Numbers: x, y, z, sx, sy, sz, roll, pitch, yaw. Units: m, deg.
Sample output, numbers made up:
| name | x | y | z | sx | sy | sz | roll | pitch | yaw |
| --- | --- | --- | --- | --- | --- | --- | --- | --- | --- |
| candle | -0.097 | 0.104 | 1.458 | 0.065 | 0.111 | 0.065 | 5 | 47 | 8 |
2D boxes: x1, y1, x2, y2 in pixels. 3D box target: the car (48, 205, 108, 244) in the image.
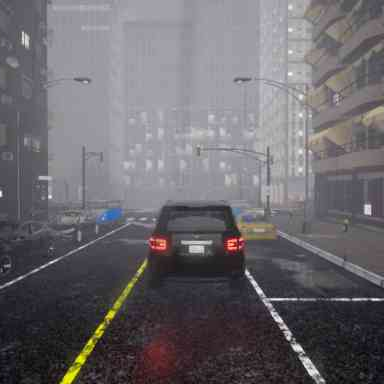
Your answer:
| name | x | y | z | sx | sy | sz | roll | pitch | yaw |
| --- | --- | --- | --- | --- | --- | --- | --- | --- | --- |
| car | -5.652 | 1.547 | 15.632 | 2.008 | 1.369 | 4.403 | -1 | 0 | 0 |

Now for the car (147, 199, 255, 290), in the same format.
| name | x | y | z | sx | sy | sz | roll | pitch | yaw |
| --- | --- | --- | --- | --- | --- | --- | --- | --- | --- |
| car | 0.107 | 1.219 | 9.230 | 2.150 | 2.045 | 5.566 | 0 | 0 | 0 |

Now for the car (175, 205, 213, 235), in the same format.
| name | x | y | z | sx | sy | sz | roll | pitch | yaw |
| --- | --- | --- | --- | --- | --- | --- | --- | --- | --- |
| car | 0.126 | 1.560 | 19.525 | 1.994 | 1.385 | 4.181 | 0 | 0 | 1 |

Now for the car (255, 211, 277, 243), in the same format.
| name | x | y | z | sx | sy | sz | roll | pitch | yaw |
| --- | --- | --- | --- | --- | --- | --- | --- | --- | --- |
| car | 2.728 | 1.522 | 15.748 | 1.752 | 1.417 | 4.829 | -1 | 0 | 0 |

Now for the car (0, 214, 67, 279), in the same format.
| name | x | y | z | sx | sy | sz | roll | pitch | yaw |
| --- | --- | --- | --- | --- | --- | --- | --- | --- | --- |
| car | -5.669 | 1.563 | 10.030 | 1.947 | 1.339 | 4.313 | -1 | 0 | 0 |

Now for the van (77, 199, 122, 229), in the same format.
| name | x | y | z | sx | sy | sz | roll | pitch | yaw |
| --- | --- | --- | --- | --- | --- | --- | --- | --- | --- |
| van | -5.638 | 1.336 | 21.234 | 1.690 | 1.788 | 3.998 | -1 | 0 | 0 |

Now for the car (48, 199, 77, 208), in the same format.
| name | x | y | z | sx | sy | sz | roll | pitch | yaw |
| --- | --- | --- | --- | --- | --- | --- | --- | --- | --- |
| car | -13.635 | 1.447 | 34.856 | 4.902 | 1.511 | 2.128 | 0 | 1 | 3 |

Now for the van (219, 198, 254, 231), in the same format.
| name | x | y | z | sx | sy | sz | roll | pitch | yaw |
| --- | --- | --- | --- | --- | --- | --- | --- | --- | --- |
| van | 2.742 | 1.336 | 21.179 | 1.690 | 1.788 | 3.998 | -1 | 0 | 0 |

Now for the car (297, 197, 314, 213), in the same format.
| name | x | y | z | sx | sy | sz | roll | pitch | yaw |
| --- | --- | --- | --- | --- | --- | --- | --- | --- | --- |
| car | 14.928 | 1.582 | 37.875 | 4.674 | 1.442 | 1.812 | 0 | 1 | -1 |

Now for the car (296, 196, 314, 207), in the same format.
| name | x | y | z | sx | sy | sz | roll | pitch | yaw |
| --- | --- | --- | --- | --- | --- | --- | --- | --- | --- |
| car | 15.362 | 1.337 | 40.471 | 5.009 | 1.841 | 2.192 | 0 | 1 | 1 |
